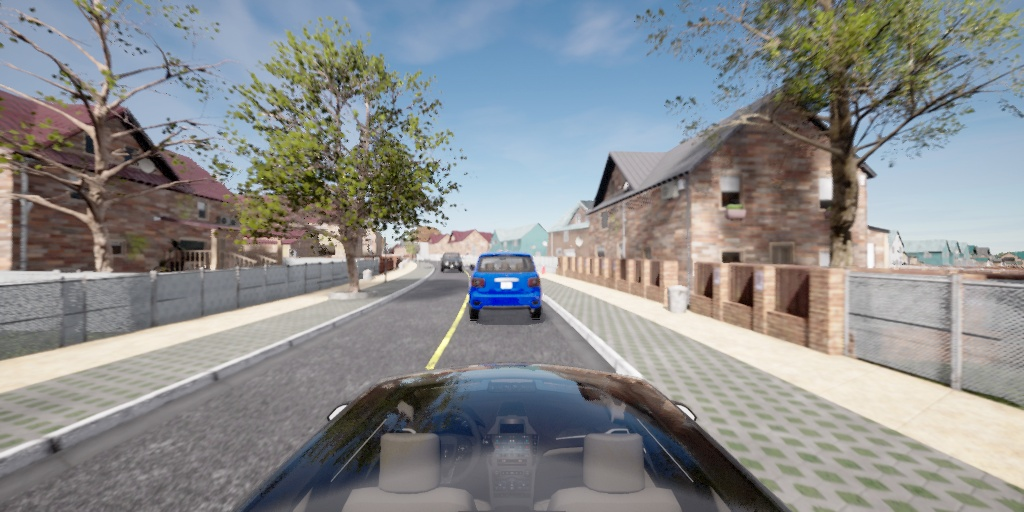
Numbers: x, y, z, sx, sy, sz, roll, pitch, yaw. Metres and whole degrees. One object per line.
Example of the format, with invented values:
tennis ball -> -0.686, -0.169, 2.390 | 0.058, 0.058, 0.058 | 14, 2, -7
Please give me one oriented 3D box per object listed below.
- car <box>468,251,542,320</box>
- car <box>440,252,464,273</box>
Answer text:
car -> -0.299, 0.867, 12.359 | 2.150, 2.045, 5.566 | 0, 0, -3
car -> -6.135, 0.619, 36.553 | 2.150, 2.045, 5.566 | 0, 0, -10
